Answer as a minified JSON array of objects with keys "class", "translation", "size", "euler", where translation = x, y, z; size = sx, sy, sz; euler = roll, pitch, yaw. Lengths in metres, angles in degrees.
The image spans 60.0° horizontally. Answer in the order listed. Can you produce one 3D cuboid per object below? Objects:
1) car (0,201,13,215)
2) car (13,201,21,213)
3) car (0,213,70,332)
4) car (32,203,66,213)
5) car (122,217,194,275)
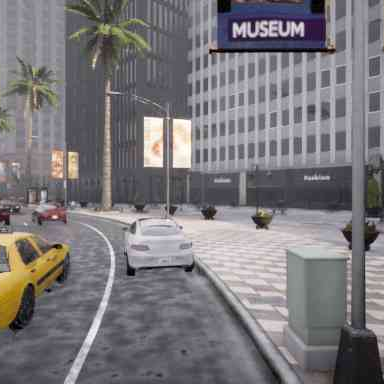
[{"class":"car","translation":[-14.037,1.464,23.320],"size":[1.882,1.535,5.008],"euler":[0,0,-34]},{"class":"car","translation":[-20.109,1.580,35.692],"size":[1.895,1.301,4.718],"euler":[0,0,-44]},{"class":"car","translation":[-3.775,1.452,6.660],"size":[1.801,1.575,5.366],"euler":[0,0,-9]},{"class":"car","translation":[-10.427,1.515,24.184],"size":[1.812,1.442,4.674],"euler":[0,0,-33]},{"class":"car","translation":[-1.175,1.524,10.451],"size":[1.812,1.442,4.674],"euler":[0,0,-13]}]
